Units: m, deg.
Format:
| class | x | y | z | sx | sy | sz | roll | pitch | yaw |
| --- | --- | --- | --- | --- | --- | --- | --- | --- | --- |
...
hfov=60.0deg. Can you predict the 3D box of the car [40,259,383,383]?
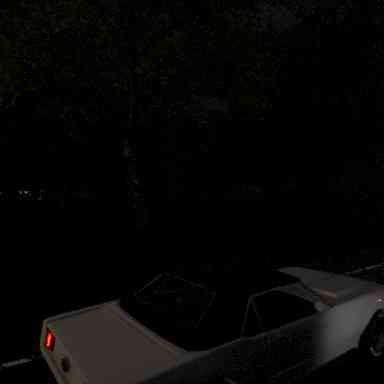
| class | x | y | z | sx | sy | sz | roll | pitch | yaw |
| --- | --- | --- | --- | --- | --- | --- | --- | --- | --- |
| car | 0.749 | 1.591 | 4.308 | 4.718 | 1.301 | 1.895 | 0 | 0 | -35 |
